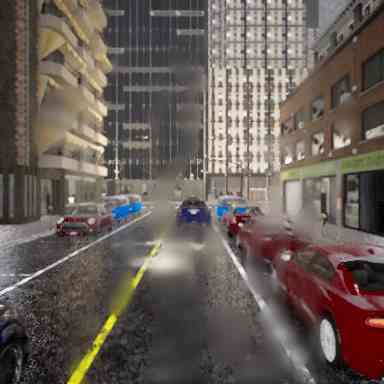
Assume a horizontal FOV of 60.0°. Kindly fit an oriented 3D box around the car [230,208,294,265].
[{"bbox_3d":[2.571,1.461,11.222,1.887,1.381,4.507,0,0,0],"label":"car"}]

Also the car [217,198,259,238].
[{"bbox_3d":[2.572,1.318,16.911,1.967,1.590,4.097,0,0,0],"label":"car"}]

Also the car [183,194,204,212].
[{"bbox_3d":[0.130,1.113,35.004,2.097,1.767,4.553,0,0,0],"label":"car"}]

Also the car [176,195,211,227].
[{"bbox_3d":[0.104,1.199,21.449,2.097,1.767,4.553,0,0,0],"label":"car"}]

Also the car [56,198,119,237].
[{"bbox_3d":[-5.308,1.318,16.906,1.967,1.590,4.097,0,0,0],"label":"car"}]

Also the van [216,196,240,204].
[{"bbox_3d":[2.573,1.181,22.600,1.690,1.788,3.998,0,0,0],"label":"van"}]

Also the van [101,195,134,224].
[{"bbox_3d":[-5.307,1.182,22.595,1.690,1.788,3.998,0,0,0],"label":"van"}]

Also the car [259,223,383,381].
[{"bbox_3d":[2.570,1.502,5.532,1.887,1.381,4.507,0,0,0],"label":"car"}]

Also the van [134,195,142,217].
[{"bbox_3d":[-5.306,1.145,28.285,1.690,1.788,3.998,0,0,0],"label":"van"}]

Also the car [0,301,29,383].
[{"bbox_3d":[-2.850,1.547,2.095,1.994,1.385,4.181,0,0,0],"label":"car"}]
